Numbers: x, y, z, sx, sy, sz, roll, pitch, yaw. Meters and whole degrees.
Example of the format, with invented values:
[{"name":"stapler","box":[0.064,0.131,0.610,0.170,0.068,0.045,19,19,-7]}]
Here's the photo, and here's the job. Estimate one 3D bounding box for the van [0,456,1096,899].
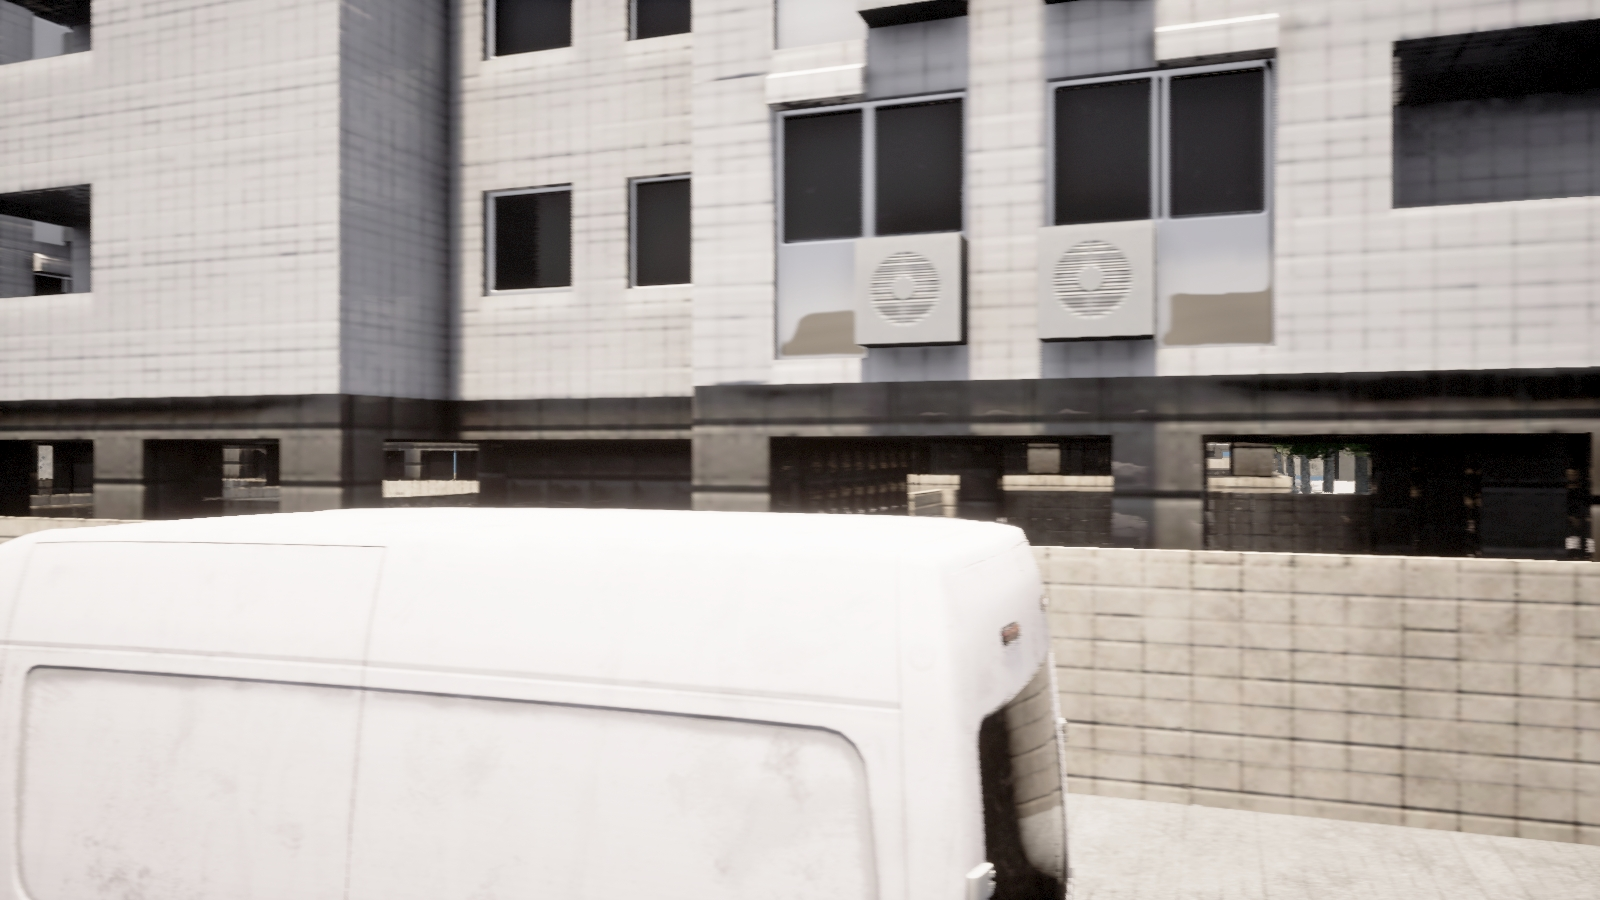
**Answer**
[{"name":"van","box":[-1.950,1.314,4.567,5.915,2.561,1.988,0,0,20]}]
